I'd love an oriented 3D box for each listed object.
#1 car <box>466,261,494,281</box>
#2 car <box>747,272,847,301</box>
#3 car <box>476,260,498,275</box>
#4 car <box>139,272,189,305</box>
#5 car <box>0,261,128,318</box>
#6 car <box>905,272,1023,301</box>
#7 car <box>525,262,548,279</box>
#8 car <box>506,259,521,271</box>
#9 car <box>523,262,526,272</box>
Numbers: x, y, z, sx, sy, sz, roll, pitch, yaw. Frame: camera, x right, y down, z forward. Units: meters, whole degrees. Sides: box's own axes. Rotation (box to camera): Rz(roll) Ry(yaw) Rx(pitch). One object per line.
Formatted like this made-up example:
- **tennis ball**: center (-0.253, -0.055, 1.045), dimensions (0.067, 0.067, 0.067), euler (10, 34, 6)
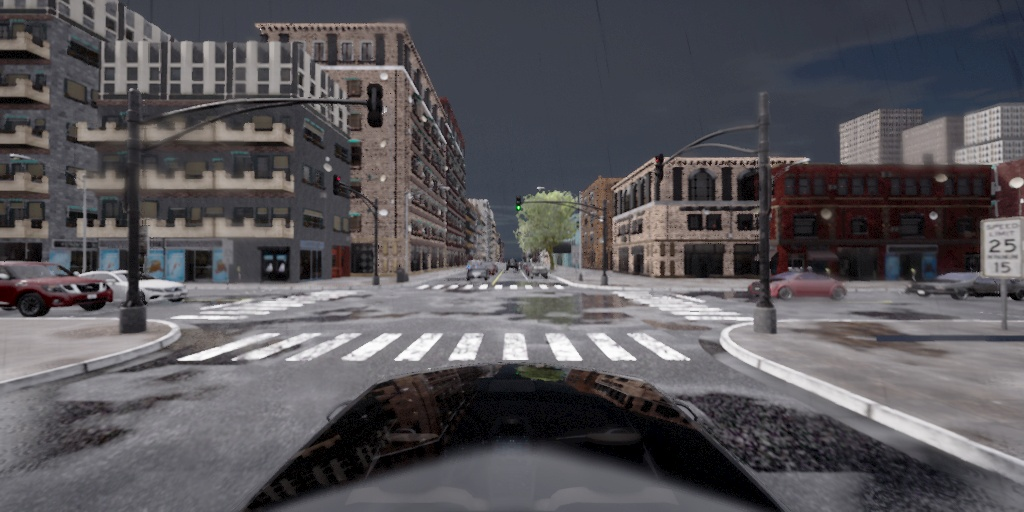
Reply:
- **car**: center (-3.119, 1.519, 33.665), dimensions (2.128, 1.511, 4.902), euler (0, -1, 0)
- **car**: center (14.709, 1.520, 18.621), dimensions (4.181, 1.385, 1.994), euler (0, 0, 0)
- **car**: center (-3.121, 1.473, 43.559), dimensions (2.097, 1.767, 4.553), euler (0, -1, 0)
- **car**: center (-16.535, 1.333, 15.183), dimensions (4.674, 1.442, 1.812), euler (0, 0, 0)
- **car**: center (-17.283, 1.099, 12.582), dimensions (5.009, 1.841, 2.192), euler (0, 0, 0)
- **car**: center (24.011, 1.546, 18.693), dimensions (5.357, 1.411, 2.033), euler (0, 0, 0)
- **car**: center (2.671, 1.603, 36.311), dimensions (2.007, 1.370, 4.403), euler (0, 0, 0)
- **car**: center (0.059, 1.536, 63.236), dimensions (2.150, 2.045, 5.566), euler (0, -1, 0)
- **car**: center (2.668, 1.546, 42.008), dimensions (1.967, 1.591, 4.097), euler (0, 0, 0)
